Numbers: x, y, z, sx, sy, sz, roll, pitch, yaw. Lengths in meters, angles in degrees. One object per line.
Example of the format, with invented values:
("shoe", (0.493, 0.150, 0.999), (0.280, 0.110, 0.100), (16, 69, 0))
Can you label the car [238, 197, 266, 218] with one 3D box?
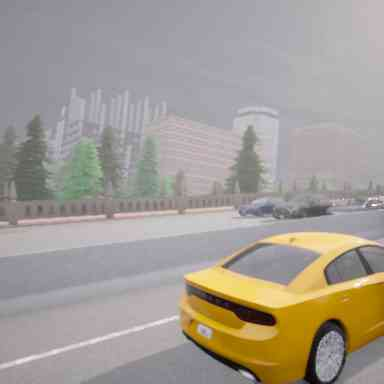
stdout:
("car", (5.612, 1.098, 25.185), (4.674, 1.442, 1.812), (-2, 1, -35))

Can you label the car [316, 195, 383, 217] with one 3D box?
("car", (9.872, 1.057, 19.625), (4.902, 1.511, 2.128), (-2, 1, -35))

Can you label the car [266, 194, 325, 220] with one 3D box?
("car", (7.451, 0.930, 22.197), (4.553, 1.767, 2.097), (-2, 1, -35))

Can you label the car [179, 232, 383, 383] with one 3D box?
("car", (2.161, 1.390, 5.301), (5.008, 1.535, 1.882), (-2, 1, -35))
